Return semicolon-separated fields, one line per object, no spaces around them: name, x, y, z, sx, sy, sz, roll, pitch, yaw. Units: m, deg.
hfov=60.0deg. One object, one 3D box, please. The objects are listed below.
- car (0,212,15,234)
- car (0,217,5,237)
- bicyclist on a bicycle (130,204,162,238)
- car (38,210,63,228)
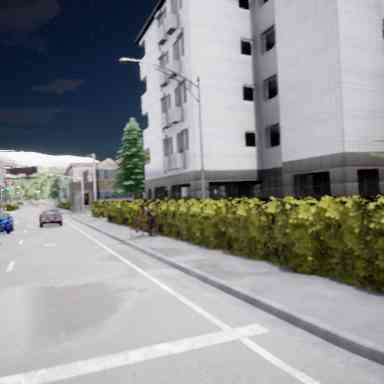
car;-14.240;2.238;24.445;1.882;1.535;5.008;-2;-1;-25
car;-9.911;2.068;15.044;1.895;1.301;4.718;-2;-1;-25
bicyclist on a bicycle;-2.252;1.422;16.262;1.656;1.620;0.582;-3;0;-25
car;-12.436;2.272;29.321;2.033;1.411;5.357;-2;-1;-25
